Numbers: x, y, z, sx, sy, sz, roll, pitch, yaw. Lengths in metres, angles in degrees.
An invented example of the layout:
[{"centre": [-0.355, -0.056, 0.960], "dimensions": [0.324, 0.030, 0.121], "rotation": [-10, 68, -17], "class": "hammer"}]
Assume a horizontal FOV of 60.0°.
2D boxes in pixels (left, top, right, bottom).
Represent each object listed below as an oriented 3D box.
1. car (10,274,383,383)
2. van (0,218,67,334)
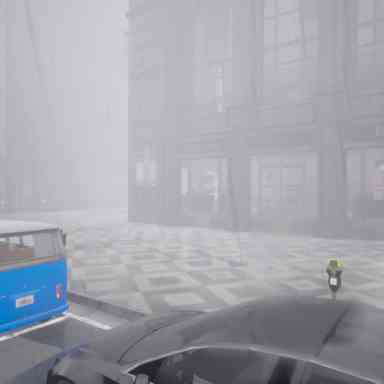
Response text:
[{"centre": [0.671, 1.566, 2.594], "dimensions": [4.313, 1.339, 1.947], "rotation": [0, 0, 36], "class": "car"}, {"centre": [-3.922, 1.340, 5.882], "dimensions": [3.998, 1.788, 1.690], "rotation": [0, 0, 36], "class": "van"}]
